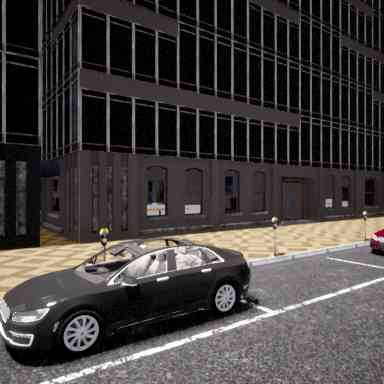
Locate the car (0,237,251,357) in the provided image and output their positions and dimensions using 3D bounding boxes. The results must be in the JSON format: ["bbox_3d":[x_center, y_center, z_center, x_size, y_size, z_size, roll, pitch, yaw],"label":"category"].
[{"bbox_3d":[-0.879,1.551,5.926,4.403,1.369,2.008,0,0,-35],"label":"car"}]

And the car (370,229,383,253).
[{"bbox_3d":[8.403,1.582,12.517,4.206,1.307,1.802,0,0,-35],"label":"car"}]
